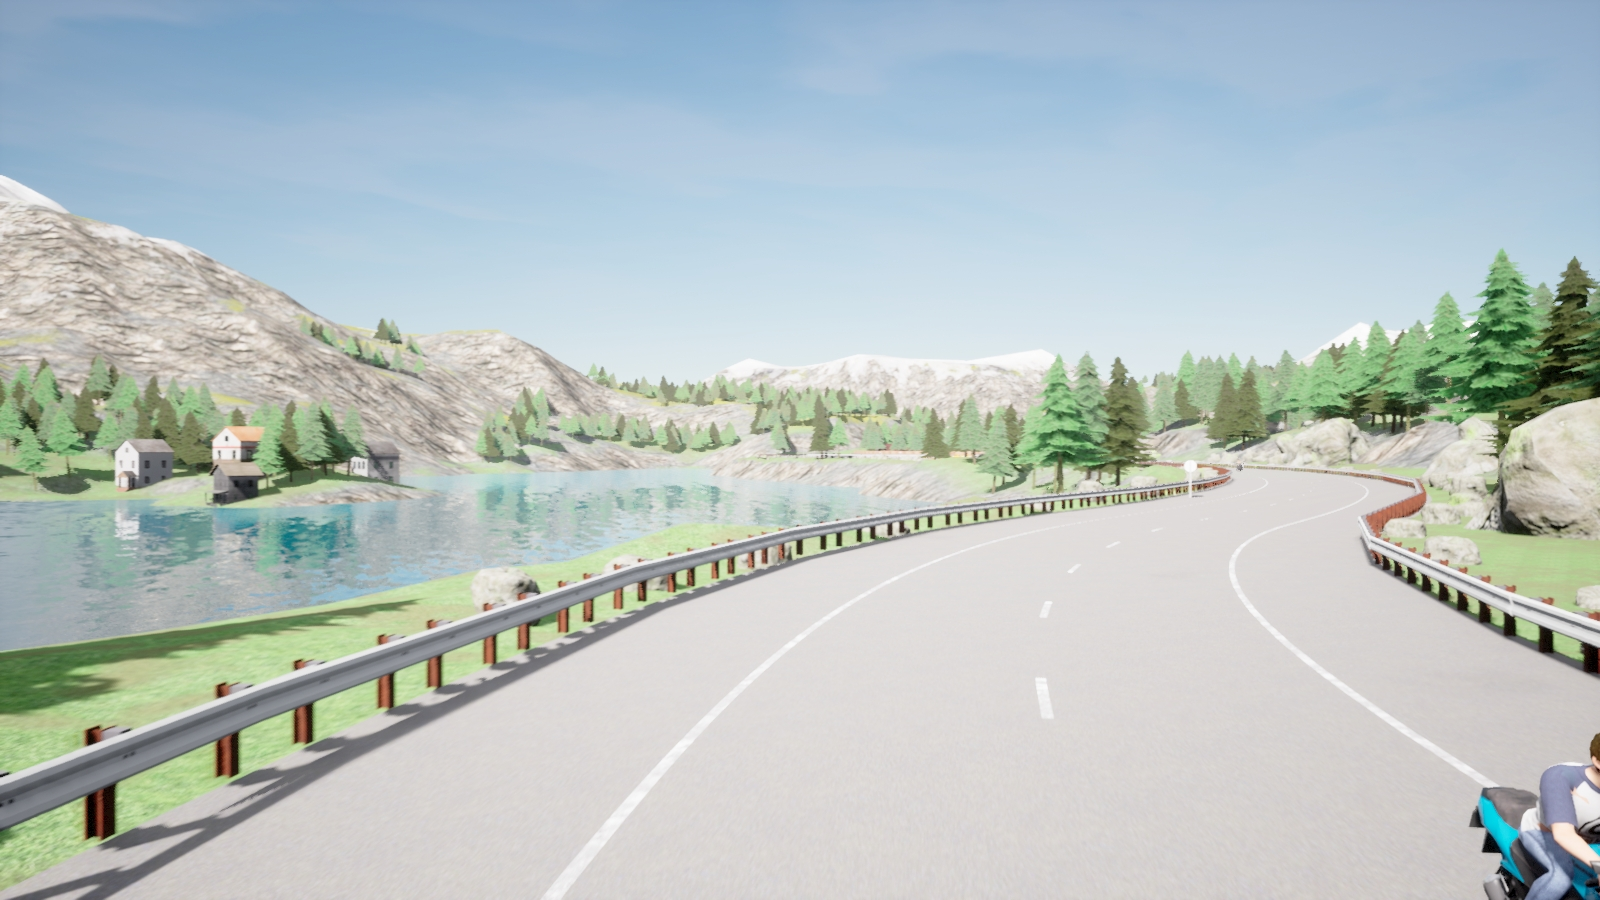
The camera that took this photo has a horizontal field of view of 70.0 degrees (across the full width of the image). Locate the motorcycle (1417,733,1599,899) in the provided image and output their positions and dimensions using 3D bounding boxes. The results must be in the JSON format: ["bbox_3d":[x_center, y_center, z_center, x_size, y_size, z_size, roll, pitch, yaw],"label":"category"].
[{"bbox_3d":[3.726,2.178,5.292,0.803,1.217,2.033,0,0,6],"label":"motorcycle"}]
